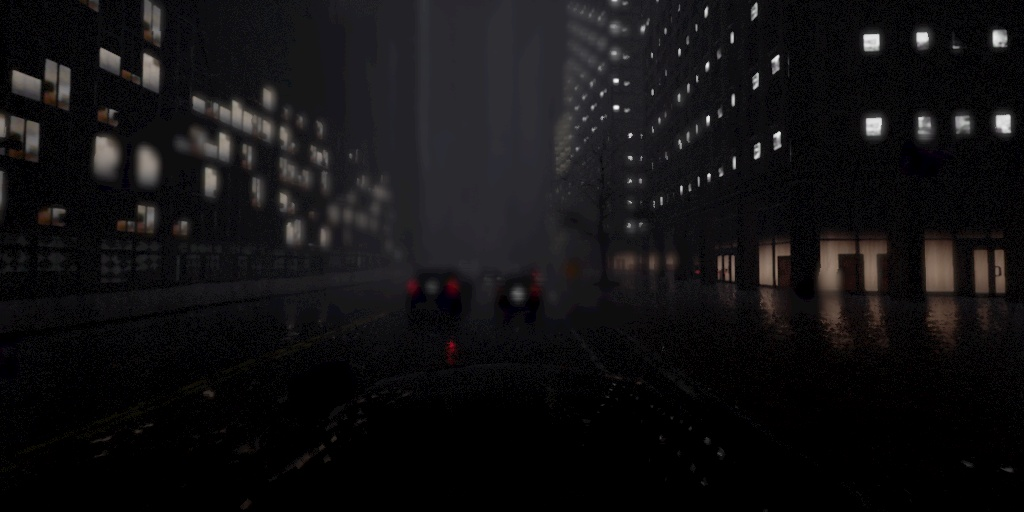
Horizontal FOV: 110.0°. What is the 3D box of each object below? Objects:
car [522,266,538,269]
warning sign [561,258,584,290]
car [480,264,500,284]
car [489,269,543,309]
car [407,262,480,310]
[{"bbox_3d":[1.495,1.574,30.336,2.033,1.411,5.357,0,-1,4],"label":"car"},{"bbox_3d":[3.578,1.045,21.043,1.300,1.860,1.060,0,0,5],"label":"warning sign"},{"bbox_3d":[-1.740,1.634,30.674,1.895,1.301,4.718,0,-1,4],"label":"car"},{"bbox_3d":[0.353,1.447,15.694,1.994,1.385,4.181,0,-1,4],"label":"car"},{"bbox_3d":[-2.905,1.235,15.710,2.097,1.767,4.553,0,-1,3],"label":"car"}]
